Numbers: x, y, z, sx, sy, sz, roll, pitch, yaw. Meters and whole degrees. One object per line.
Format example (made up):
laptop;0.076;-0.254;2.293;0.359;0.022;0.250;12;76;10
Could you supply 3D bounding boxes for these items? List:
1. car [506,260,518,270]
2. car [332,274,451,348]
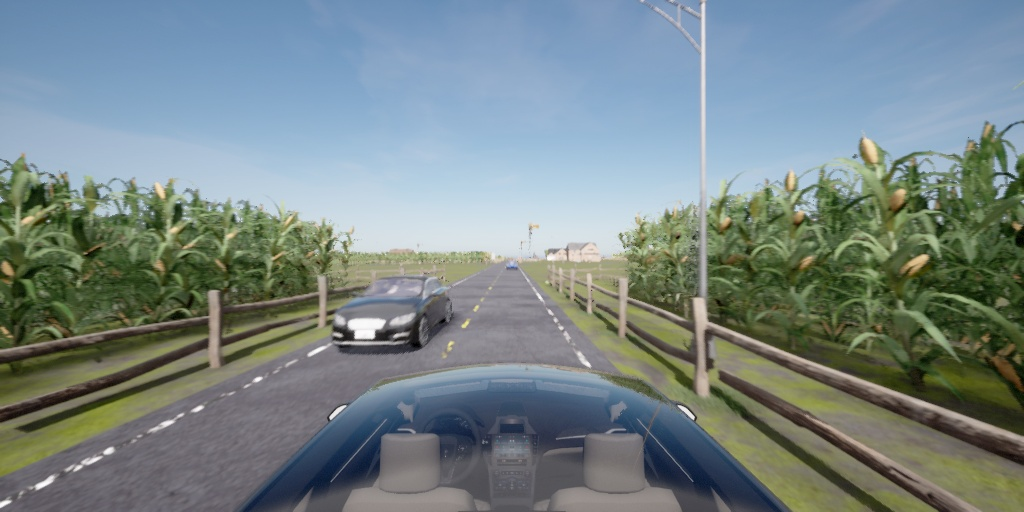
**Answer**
car;-0.006;1.447;56.339;2.033;1.411;5.357;0;0;0
car;-2.817;1.257;9.355;2.128;1.511;4.902;0;0;0
